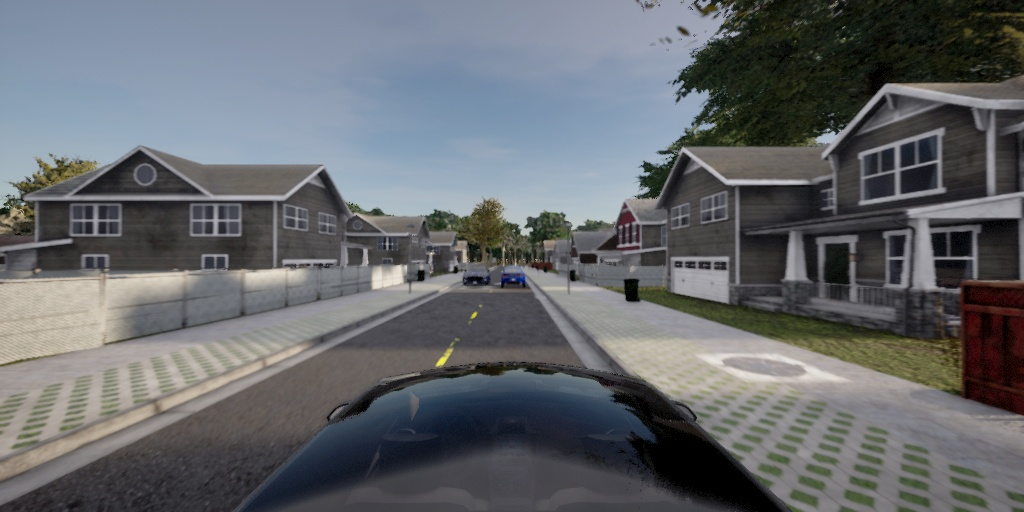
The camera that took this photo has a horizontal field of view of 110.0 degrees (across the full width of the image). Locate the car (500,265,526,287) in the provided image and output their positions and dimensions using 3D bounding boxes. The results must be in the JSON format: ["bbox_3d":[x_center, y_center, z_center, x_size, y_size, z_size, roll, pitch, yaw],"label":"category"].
[{"bbox_3d":[0.102,1.604,28.747,1.882,1.535,5.008,0,-1,0],"label":"car"}]

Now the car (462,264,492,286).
[{"bbox_3d":[-2.842,1.494,29.813,2.097,1.767,4.553,0,-1,0],"label":"car"}]
